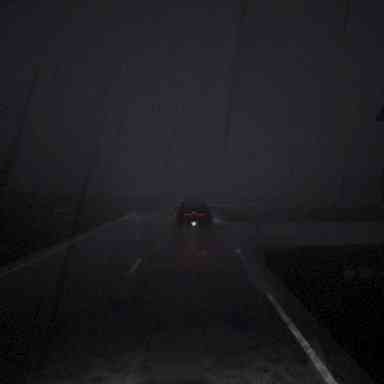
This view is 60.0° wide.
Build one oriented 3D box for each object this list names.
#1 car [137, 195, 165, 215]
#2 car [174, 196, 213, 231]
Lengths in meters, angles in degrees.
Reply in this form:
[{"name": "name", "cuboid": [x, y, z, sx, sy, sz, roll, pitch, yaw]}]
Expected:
[{"name": "car", "cuboid": [-3.388, 1.003, 28.003, 1.882, 1.535, 5.008, 0, 1, 0]}, {"name": "car", "cuboid": [0.095, 1.196, 18.142, 1.837, 1.490, 4.892, 0, 1, 0]}]
